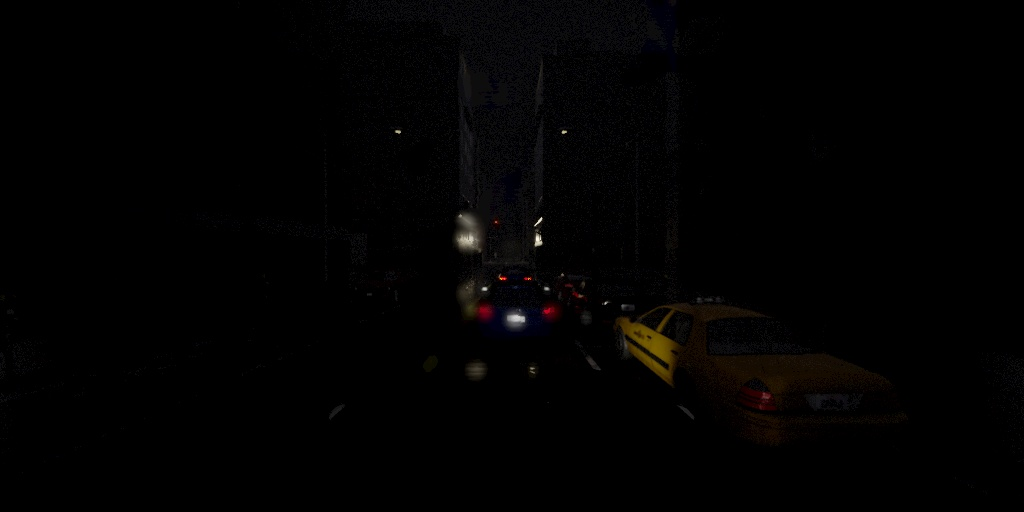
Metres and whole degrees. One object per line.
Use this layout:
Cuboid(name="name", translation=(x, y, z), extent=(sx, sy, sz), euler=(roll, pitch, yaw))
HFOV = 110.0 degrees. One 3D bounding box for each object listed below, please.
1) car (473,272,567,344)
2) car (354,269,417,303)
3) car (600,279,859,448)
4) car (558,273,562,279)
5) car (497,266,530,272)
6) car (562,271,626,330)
Cuboid(name="car", translation=(0.102, 1.308, 9.605), extent=(1.994, 1.385, 4.181), euler=(0, 0, 0))
Cuboid(name="car", translation=(-5.667, 1.283, 16.506), extent=(1.888, 1.381, 4.507), euler=(0, 0, 0))
Cuboid(name="car", translation=(2.875, 1.272, 5.504), extent=(1.751, 1.417, 4.829), euler=(0, 0, 0))
Cuboid(name="car", translation=(2.878, 1.320, 16.506), extent=(1.802, 1.307, 4.207), euler=(0, 0, 0))
Cuboid(name="car", translation=(0.107, 1.261, 19.619), extent=(1.812, 1.442, 4.674), euler=(0, 0, -2))
Cuboid(name="car", translation=(2.877, 1.308, 10.920), extent=(1.948, 1.339, 4.313), euler=(0, 0, 0))
